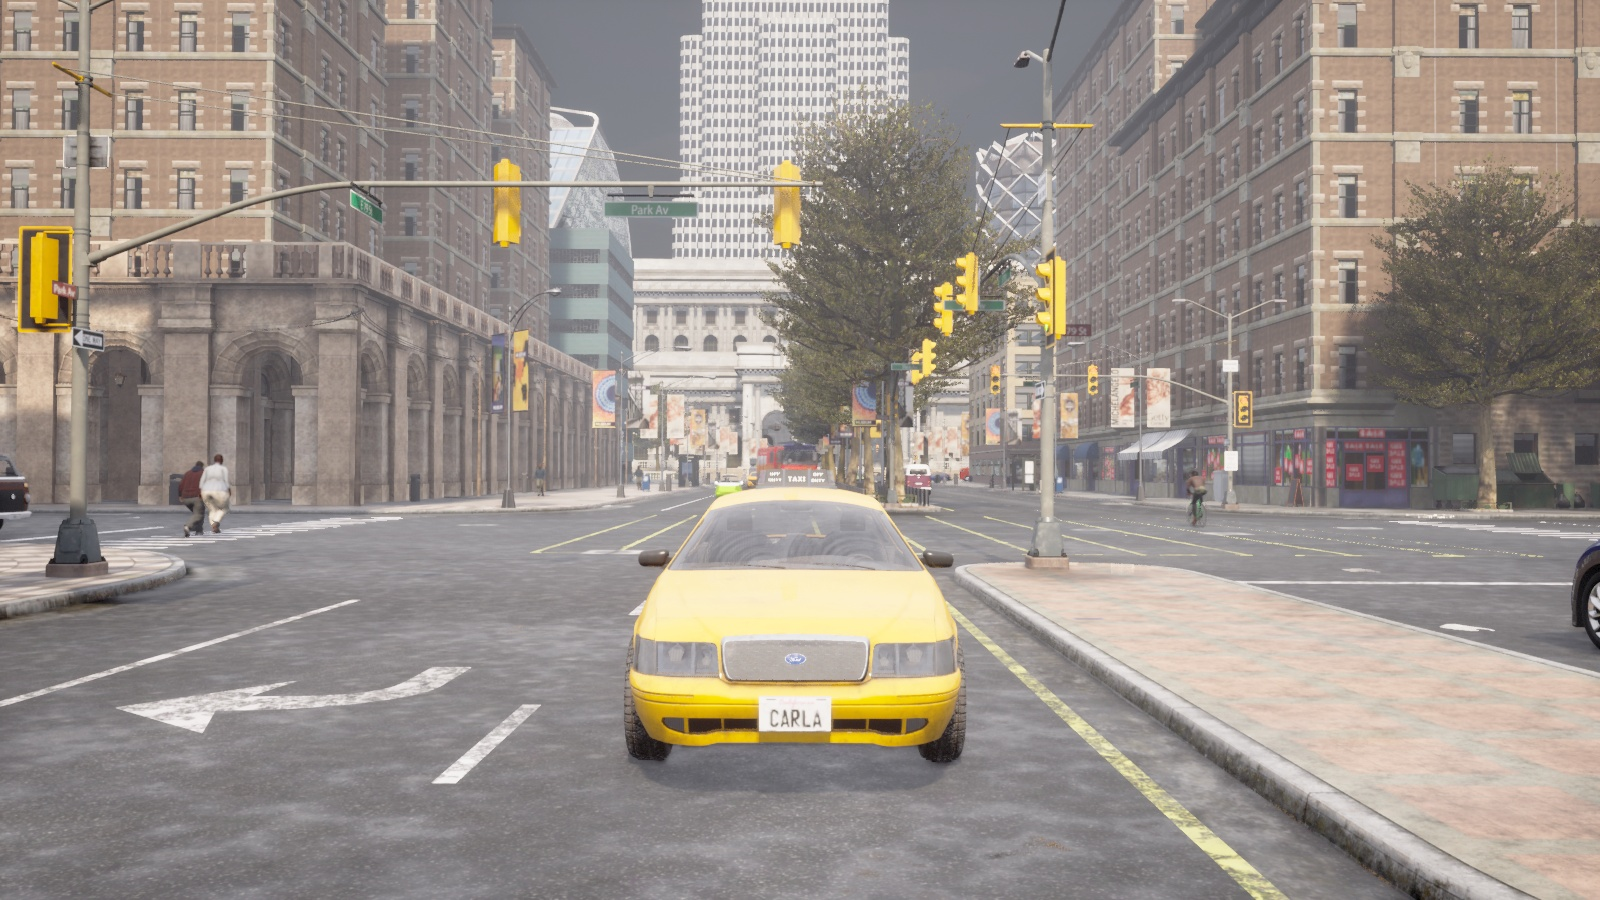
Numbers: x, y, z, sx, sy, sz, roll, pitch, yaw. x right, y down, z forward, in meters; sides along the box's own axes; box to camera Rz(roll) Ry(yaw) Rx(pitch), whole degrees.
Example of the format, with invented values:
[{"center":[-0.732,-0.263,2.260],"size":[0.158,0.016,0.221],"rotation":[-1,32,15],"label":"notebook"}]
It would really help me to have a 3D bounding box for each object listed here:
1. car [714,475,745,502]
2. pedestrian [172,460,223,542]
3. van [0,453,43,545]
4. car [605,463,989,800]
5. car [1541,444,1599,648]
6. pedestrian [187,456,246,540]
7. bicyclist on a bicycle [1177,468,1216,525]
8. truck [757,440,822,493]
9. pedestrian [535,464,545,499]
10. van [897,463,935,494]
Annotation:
[{"center":[-3.647,1.977,65.236],"size":[1.481,1.376,2.207],"rotation":[0,-1,0],"label":"car"},{"center":[-13.726,1.150,28.617],"size":[0.634,1.844,0.899],"rotation":[0,-1,9],"label":"pedestrian"},{"center":[-19.985,1.092,28.399],"size":[4.480,2.038,2.069],"rotation":[0,-1,-1],"label":"van"},{"center":[-0.020,0.898,8.598],"size":[1.801,1.575,5.366],"rotation":[0,-1,0],"label":"car"},{"center":[7.978,0.799,9.444],"size":[2.097,1.767,4.553],"rotation":[0,-1,0],"label":"car"},{"center":[-13.170,1.074,28.381],"size":[0.874,1.855,0.900],"rotation":[0,-1,3],"label":"pedestrian"},{"center":[11.418,1.328,36.197],"size":[0.582,1.620,1.656],"rotation":[0,-1,0],"label":"bicyclist on a bicycle"},{"center":[-0.898,1.239,94.679],"size":[2.891,3.827,8.468],"rotation":[0,-1,-14],"label":"truck"},{"center":[-13.680,1.633,66.056],"size":[0.370,1.835,0.726],"rotation":[0,-1,0],"label":"pedestrian"},{"center":[7.806,1.928,84.845],"size":[2.069,2.038,4.480],"rotation":[0,-1,0],"label":"van"}]
